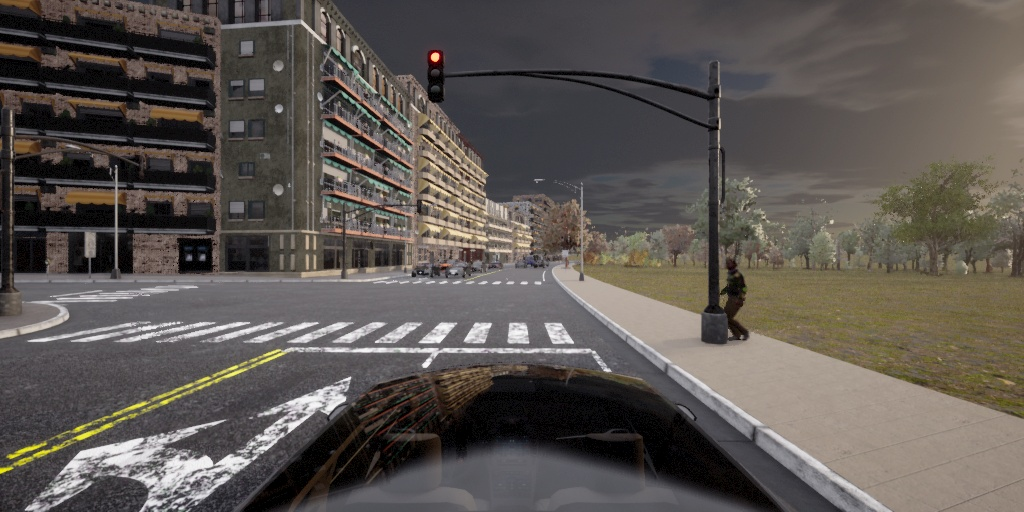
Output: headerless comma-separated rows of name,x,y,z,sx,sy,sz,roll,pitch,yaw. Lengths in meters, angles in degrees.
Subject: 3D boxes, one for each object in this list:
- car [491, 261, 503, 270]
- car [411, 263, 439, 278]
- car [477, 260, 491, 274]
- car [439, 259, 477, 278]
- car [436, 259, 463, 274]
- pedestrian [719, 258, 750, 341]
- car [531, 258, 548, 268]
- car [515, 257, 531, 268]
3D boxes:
car,-2.624,1.466,57.865,1.994,1.385,4.181,0,0,8
car,-8.361,1.374,35.347,1.994,1.385,4.181,0,0,5
car,-4.267,1.349,44.276,1.837,1.490,4.892,0,0,6
car,-5.131,1.301,34.976,2.128,1.511,4.902,0,0,5
car,-7.579,1.196,43.769,2.097,1.767,4.553,0,0,6
pedestrian,4.775,0.893,7.677,0.375,1.860,0.375,0,0,1
car,5.019,1.447,64.915,1.837,1.490,4.892,0,0,9
car,1.739,1.432,64.969,2.128,1.511,4.902,0,0,9
